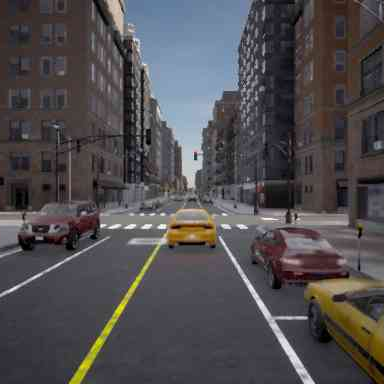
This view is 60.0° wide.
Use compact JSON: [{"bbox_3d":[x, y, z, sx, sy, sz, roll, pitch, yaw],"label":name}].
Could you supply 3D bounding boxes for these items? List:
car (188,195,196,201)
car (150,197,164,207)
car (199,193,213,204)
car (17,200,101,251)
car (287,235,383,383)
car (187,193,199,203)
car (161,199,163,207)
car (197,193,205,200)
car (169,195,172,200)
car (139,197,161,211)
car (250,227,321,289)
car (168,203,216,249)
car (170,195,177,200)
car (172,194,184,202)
[{"bbox_3d":[0.000,1.410,80.329,1.882,1.535,5.008,0,0,0],"label":"car"},{"bbox_3d":[-5.387,1.517,51.451,1.752,1.417,4.829,0,0,0],"label":"car"},{"bbox_3d":[2.638,1.430,57.068,1.967,1.590,4.097,0,0,0],"label":"car"},{"bbox_3d":[-5.387,1.312,14.249,2.192,1.841,5.009,0,0,0],"label":"car"},{"bbox_3d":[2.638,1.523,3.585,1.752,1.417,4.829,0,0,0],"label":"car"},{"bbox_3d":[0.000,1.503,65.306,1.837,1.490,4.892,0,0,0],"label":"car"},{"bbox_3d":[-5.387,1.538,46.167,1.887,1.381,4.507,0,0,0],"label":"car"},{"bbox_3d":[2.636,1.288,95.248,2.192,1.841,5.009,0,0,0],"label":"car"},{"bbox_3d":[-5.387,1.499,89.628,1.752,1.417,4.829,0,0,0],"label":"car"},{"bbox_3d":[-5.387,1.546,40.713,2.008,1.369,4.403,0,0,0],"label":"car"},{"bbox_3d":[2.638,1.580,8.828,1.802,1.307,4.206,0,0,0],"label":"car"},{"bbox_3d":[0.000,1.483,14.650,1.882,1.535,5.008,0,0,0],"label":"car"},{"bbox_3d":[-5.387,1.555,95.251,1.802,1.307,4.206,0,0,0],"label":"car"},{"bbox_3d":[-2.750,1.479,71.636,1.994,1.385,4.181,0,0,0],"label":"car"}]
